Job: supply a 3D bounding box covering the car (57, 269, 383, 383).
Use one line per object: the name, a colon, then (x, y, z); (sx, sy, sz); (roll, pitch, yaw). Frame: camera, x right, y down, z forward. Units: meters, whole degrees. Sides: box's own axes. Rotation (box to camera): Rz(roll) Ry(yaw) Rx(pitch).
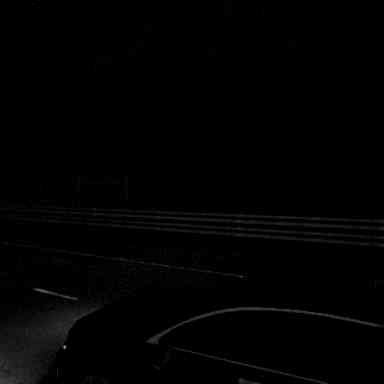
car: (0.900, 1.506, 2.960); (4.892, 1.490, 1.837); (0, 0, 31)
